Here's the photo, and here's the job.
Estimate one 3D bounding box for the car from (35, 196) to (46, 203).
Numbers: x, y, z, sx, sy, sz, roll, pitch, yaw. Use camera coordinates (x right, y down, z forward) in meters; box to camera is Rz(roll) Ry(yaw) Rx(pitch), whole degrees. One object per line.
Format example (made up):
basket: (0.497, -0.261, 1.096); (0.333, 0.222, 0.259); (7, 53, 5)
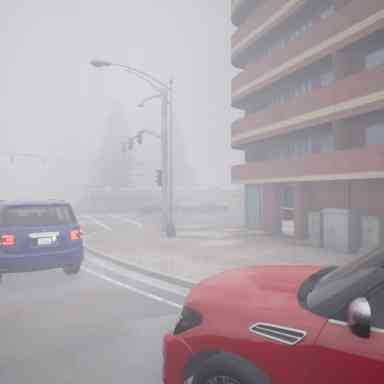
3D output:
car: (-33.219, 1.540, 73.066); (2.033, 1.411, 5.357); (0, 0, -23)

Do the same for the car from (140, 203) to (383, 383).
car: (2.348, 1.221, 2.453); (5.566, 2.045, 2.150); (0, 0, 36)

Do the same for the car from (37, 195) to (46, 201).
car: (-37.240, 1.478, 82.542); (1.882, 1.535, 5.008); (0, 0, -23)

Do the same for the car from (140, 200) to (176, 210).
car: (-3.340, 1.581, 36.167); (4.674, 1.442, 1.812); (0, 0, -22)

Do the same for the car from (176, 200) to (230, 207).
car: (1.116, 1.656, 34.250); (4.718, 1.301, 1.895); (0, 0, -23)

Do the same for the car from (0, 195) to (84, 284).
car: (-4.951, 1.221, 9.811); (2.150, 2.045, 5.566); (0, 0, -36)

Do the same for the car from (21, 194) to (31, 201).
car: (-40.415, 1.355, 81.065); (2.097, 1.767, 4.553); (0, 0, -23)

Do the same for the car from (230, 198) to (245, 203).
car: (5.187, 1.533, 39.732); (5.008, 1.535, 1.882); (0, 0, -23)
